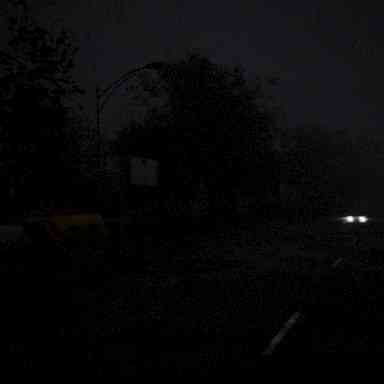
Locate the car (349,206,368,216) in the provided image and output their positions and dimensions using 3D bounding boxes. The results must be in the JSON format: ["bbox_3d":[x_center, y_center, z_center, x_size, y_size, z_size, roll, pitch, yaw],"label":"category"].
[{"bbox_3d":[22.585,2.596,45.084,1.895,1.301,4.718,-3,-2,33],"label":"car"}]
